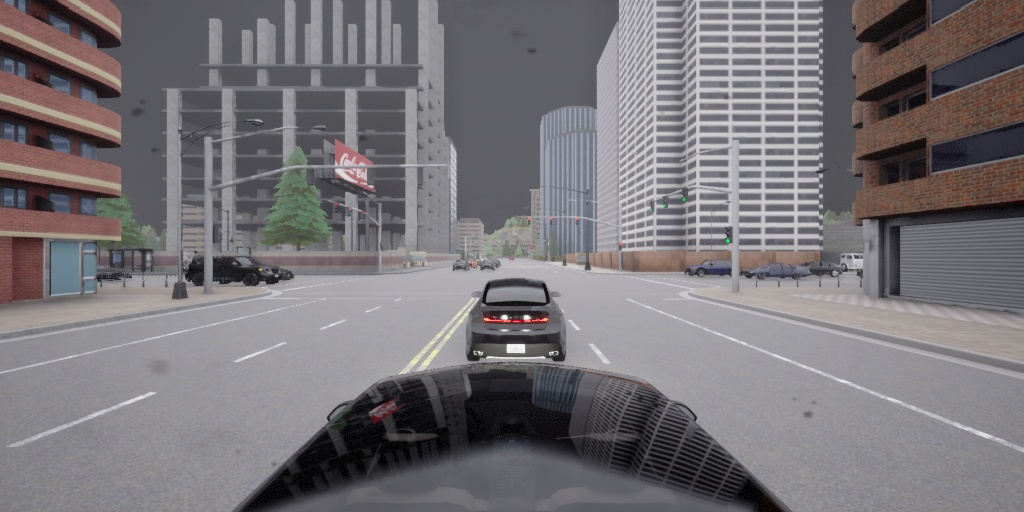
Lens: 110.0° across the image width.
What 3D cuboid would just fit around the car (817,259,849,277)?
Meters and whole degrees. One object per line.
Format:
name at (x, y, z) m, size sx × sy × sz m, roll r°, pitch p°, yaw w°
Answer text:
car at (29.064, 1.255, 34.695) m, size 4.892 × 1.490 × 1.837 m, roll 0°, pitch 0°, yaw 0°

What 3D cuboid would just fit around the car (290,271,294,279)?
car at (-19.187, 1.314, 27.524) m, size 4.181 × 1.385 × 1.994 m, roll 0°, pitch 0°, yaw -1°

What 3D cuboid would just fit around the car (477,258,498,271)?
car at (-3.360, 1.255, 50.297) m, size 1.837 × 1.490 × 4.892 m, roll 0°, pitch 0°, yaw 0°

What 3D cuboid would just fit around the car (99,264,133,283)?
car at (-32.526, 1.298, 27.474) m, size 5.357 × 1.411 × 2.033 m, roll 0°, pitch 0°, yaw 0°

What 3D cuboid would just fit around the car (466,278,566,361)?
car at (0.093, 1.255, 8.235) m, size 1.837 × 1.490 × 4.892 m, roll 0°, pitch 0°, yaw 1°

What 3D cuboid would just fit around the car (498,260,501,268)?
car at (-3.295, 1.102, 60.422) m, size 2.097 × 1.767 × 4.553 m, roll 0°, pitch 0°, yaw 0°

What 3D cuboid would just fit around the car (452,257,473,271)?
car at (-6.869, 1.255, 48.767) m, size 1.837 × 1.490 × 4.892 m, roll 0°, pitch 0°, yaw 0°

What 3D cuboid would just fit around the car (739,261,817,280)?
car at (22.804, 1.297, 31.202) m, size 5.357 × 1.411 × 2.033 m, roll 0°, pitch 0°, yaw 0°

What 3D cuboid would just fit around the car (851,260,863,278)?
car at (32.716, 1.314, 31.192) m, size 4.181 × 1.385 × 1.994 m, roll 0°, pitch 0°, yaw 0°

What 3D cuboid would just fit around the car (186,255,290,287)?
car at (-18.392, 0.971, 23.893) m, size 5.566 × 2.045 × 2.150 m, roll 0°, pitch 0°, yaw 2°

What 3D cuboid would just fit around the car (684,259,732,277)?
car at (19.214, 1.102, 34.700) m, size 4.553 × 1.767 × 2.097 m, roll 0°, pitch 0°, yaw 0°

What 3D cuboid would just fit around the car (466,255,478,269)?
car at (-6.812, 1.102, 57.973) m, size 2.097 × 1.767 × 4.553 m, roll 0°, pitch 0°, yaw 0°

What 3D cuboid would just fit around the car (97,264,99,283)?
car at (-31.501, 1.243, 23.974) m, size 4.902 × 1.511 × 2.128 m, roll 0°, pitch 0°, yaw 0°
